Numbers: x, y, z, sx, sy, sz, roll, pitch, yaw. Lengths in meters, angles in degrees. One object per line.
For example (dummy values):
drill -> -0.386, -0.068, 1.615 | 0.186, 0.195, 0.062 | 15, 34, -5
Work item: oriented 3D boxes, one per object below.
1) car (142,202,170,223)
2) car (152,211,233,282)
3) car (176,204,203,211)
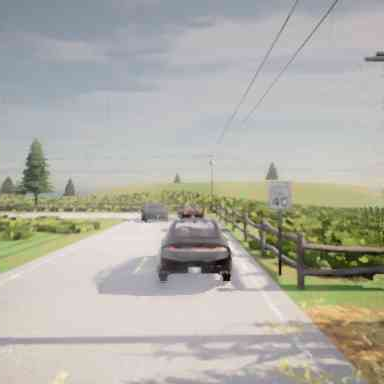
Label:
car -> -3.052, 1.613, 27.256 | 1.837, 1.490, 4.892 | 4, -1, -12
car -> 0.078, 1.532, 9.840 | 2.128, 1.511, 4.902 | 0, 0, 0
car -> -0.281, 1.716, 29.474 | 1.895, 1.301, 4.718 | 0, 0, -9
